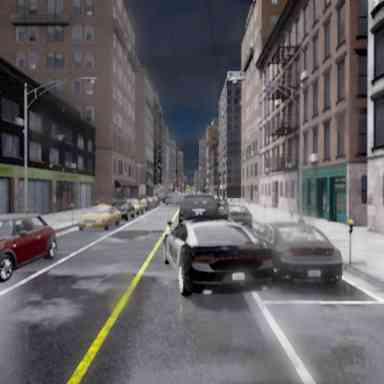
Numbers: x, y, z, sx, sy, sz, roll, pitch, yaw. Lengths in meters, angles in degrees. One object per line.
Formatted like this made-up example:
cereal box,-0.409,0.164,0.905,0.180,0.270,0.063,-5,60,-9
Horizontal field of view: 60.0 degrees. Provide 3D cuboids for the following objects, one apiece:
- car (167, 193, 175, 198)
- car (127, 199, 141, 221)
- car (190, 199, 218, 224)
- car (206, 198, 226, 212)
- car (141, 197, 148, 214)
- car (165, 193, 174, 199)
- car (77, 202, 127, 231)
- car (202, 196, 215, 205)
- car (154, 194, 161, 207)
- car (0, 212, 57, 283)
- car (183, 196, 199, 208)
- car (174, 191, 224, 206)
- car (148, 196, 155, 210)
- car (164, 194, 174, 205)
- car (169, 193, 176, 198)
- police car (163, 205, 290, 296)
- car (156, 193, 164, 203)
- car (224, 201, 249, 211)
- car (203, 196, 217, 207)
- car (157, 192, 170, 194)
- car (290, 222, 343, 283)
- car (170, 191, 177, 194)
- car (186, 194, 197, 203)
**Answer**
car,-5.600,0.999,89.901,1.887,1.381,4.507,0,0,0
car,-5.447,1.420,25.508,1.947,1.339,4.313,0,0,0
car,0.768,1.337,24.804,1.882,1.535,5.008,0,0,0
car,2.553,1.358,36.343,1.947,1.339,4.313,0,0,0
car,-5.459,1.350,30.750,1.752,1.417,4.829,0,0,0
car,-5.587,1.040,84.447,2.008,1.369,4.403,0,0,0
car,-5.433,1.411,19.925,1.752,1.417,4.829,0,0,0
car,2.514,1.273,52.582,1.802,1.307,4.206,0,0,0
car,-5.485,1.310,41.746,2.008,1.369,4.403,0,0,0
car,-5.408,1.387,9.270,1.967,1.590,4.097,0,0,0
car,-0.095,1.285,45.323,2.033,1.411,5.357,0,0,0
car,0.439,1.114,18.872,2.150,2.045,5.566,0,0,2
car,-5.472,1.374,36.334,1.802,1.307,4.206,0,0,0
car,-2.937,1.308,50.050,1.895,1.301,4.718,0,0,0
car,-5.612,0.944,95.184,1.752,1.417,4.829,0,0,0
police car,0.362,1.375,8.788,1.930,1.638,5.238,0,0,-12
car,-5.498,1.276,47.159,2.008,1.369,4.403,0,0,0
car,2.591,1.436,20.106,2.008,1.369,4.403,0,0,0
car,2.527,1.250,47.339,1.752,1.417,4.829,0,0,0
car,-5.524,0.972,57.983,2.192,1.841,5.009,0,0,0
car,2.617,1.498,9.281,2.008,1.369,4.403,0,0,0
car,-2.898,1.119,62.794,2.128,1.511,4.902,0,0,0
car,-0.140,1.174,59.346,1.812,1.442,4.674,0,0,0
